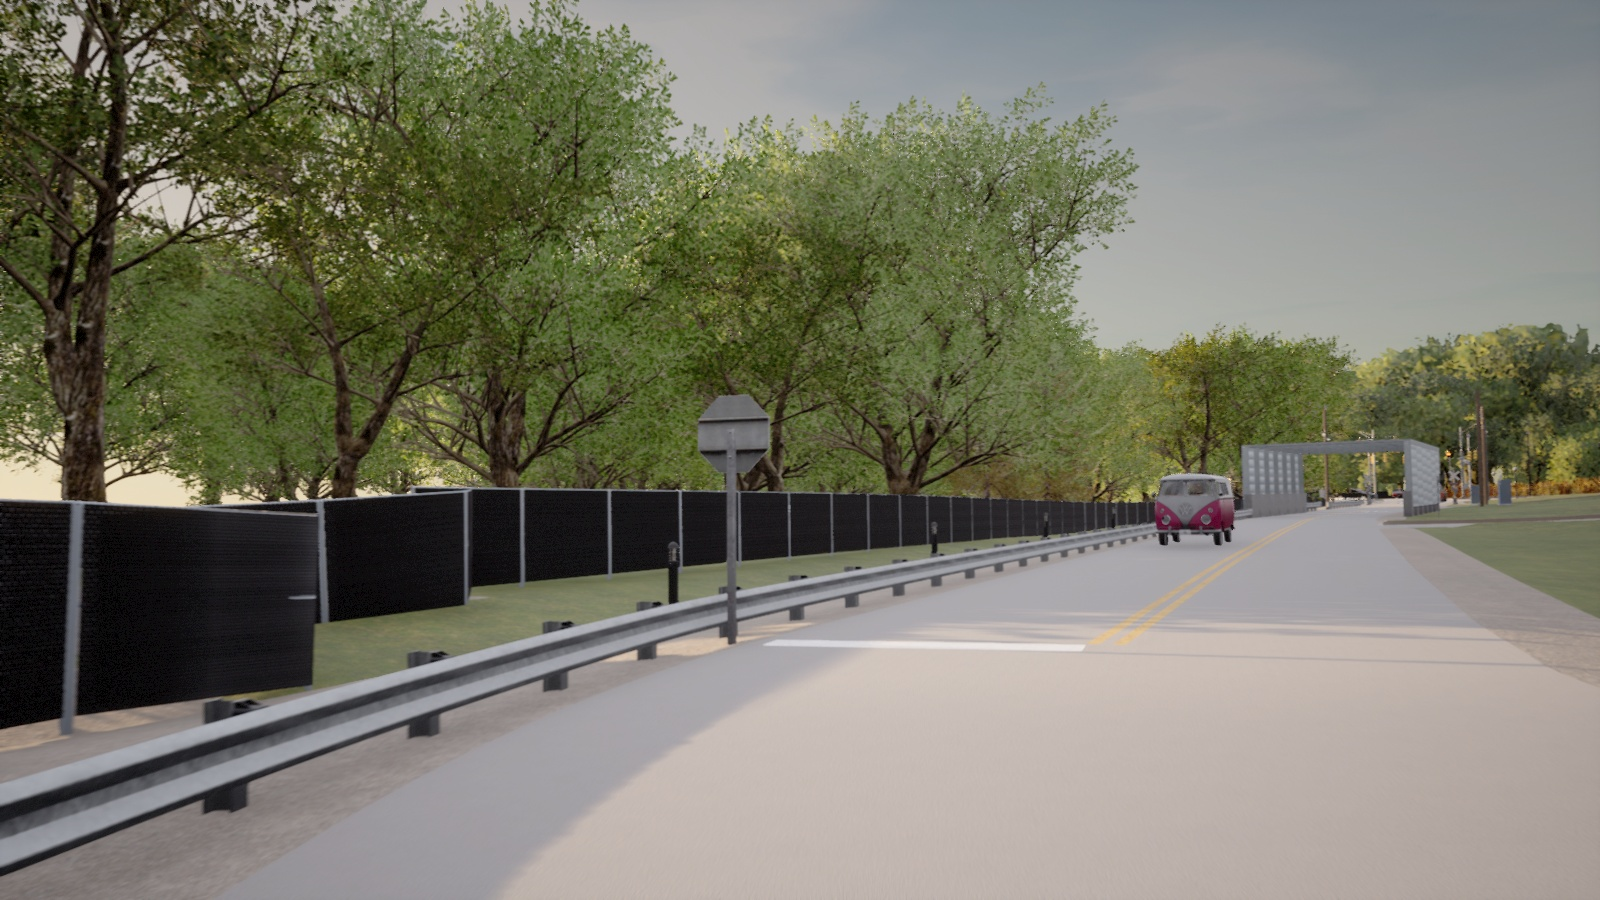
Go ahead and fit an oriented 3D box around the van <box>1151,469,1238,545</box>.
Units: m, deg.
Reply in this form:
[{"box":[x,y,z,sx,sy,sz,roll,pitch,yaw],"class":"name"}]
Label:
[{"box":[11.275,1.592,35.728,1.775,1.987,4.442,-3,-3,24],"class":"van"}]
